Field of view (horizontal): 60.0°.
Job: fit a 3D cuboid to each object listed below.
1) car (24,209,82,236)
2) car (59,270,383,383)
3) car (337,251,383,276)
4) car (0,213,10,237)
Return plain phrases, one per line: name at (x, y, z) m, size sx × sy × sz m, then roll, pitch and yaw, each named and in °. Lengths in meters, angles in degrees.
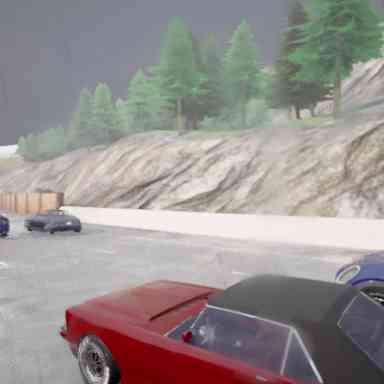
car at (-8.420, 1.743, 20.051) m, size 4.181 × 1.385 × 1.994 m, roll -1°, pitch -1°, yaw 42°
car at (0.645, 1.624, 3.600) m, size 4.718 × 1.301 × 1.895 m, roll -1°, pitch 0°, yaw 36°
car at (4.582, 1.370, 5.113) m, size 4.553 × 1.767 × 2.097 m, roll -1°, pitch -1°, yaw 35°
car at (-11.810, 1.659, 18.395) m, size 5.008 × 1.535 × 1.882 m, roll -1°, pitch 0°, yaw 42°
